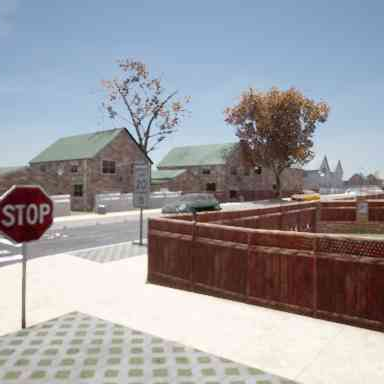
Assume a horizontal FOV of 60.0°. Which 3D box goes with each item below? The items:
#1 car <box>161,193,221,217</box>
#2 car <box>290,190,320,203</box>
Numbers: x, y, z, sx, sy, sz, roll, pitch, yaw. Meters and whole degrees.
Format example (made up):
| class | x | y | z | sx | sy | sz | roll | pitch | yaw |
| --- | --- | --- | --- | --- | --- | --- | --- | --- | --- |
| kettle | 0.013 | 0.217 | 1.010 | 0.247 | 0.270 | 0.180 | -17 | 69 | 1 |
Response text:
| class | x | y | z | sx | sy | sz | roll | pitch | yaw |
| --- | --- | --- | --- | --- | --- | --- | --- | --- | --- |
| car | 0.001 | 0.898 | 22.862 | 2.097 | 1.767 | 4.553 | 1 | 2 | 41 |
| car | 12.963 | 0.590 | 37.957 | 1.882 | 1.535 | 5.008 | 1 | 2 | 41 |
